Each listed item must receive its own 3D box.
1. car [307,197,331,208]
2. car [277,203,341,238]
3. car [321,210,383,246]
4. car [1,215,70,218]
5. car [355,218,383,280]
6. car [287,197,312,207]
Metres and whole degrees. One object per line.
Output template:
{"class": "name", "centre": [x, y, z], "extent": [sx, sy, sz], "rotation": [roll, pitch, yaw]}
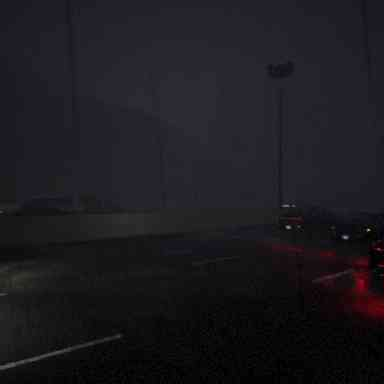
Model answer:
{"class": "car", "centre": [19.383, 1.606, 50.602], "extent": [1.882, 1.535, 5.008], "rotation": [0, 0, 41]}
{"class": "car", "centre": [6.621, 1.537, 18.003], "extent": [4.902, 1.511, 2.128], "rotation": [0, 0, -40]}
{"class": "car", "centre": [7.744, 1.564, 14.378], "extent": [4.674, 1.442, 1.812], "rotation": [0, 0, -39]}
{"class": "car", "centre": [-9.245, 1.516, 19.030], "extent": [5.008, 1.535, 1.882], "rotation": [0, 0, -37]}
{"class": "car", "centre": [6.511, 1.530, 8.861], "extent": [4.892, 1.490, 1.837], "rotation": [0, 0, -38]}
{"class": "car", "centre": [17.382, 1.626, 53.656], "extent": [2.128, 1.511, 4.902], "rotation": [0, 0, 40]}
